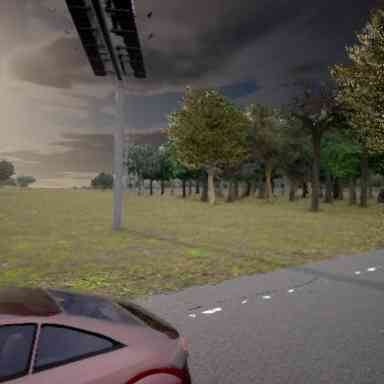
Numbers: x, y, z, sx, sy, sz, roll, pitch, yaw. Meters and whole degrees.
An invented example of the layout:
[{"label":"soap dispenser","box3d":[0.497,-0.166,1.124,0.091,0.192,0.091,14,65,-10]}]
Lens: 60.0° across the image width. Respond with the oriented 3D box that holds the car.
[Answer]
[{"label":"car","box3d":[-2.013,1.563,2.556,4.181,1.385,1.994,0,0,-36]}]
